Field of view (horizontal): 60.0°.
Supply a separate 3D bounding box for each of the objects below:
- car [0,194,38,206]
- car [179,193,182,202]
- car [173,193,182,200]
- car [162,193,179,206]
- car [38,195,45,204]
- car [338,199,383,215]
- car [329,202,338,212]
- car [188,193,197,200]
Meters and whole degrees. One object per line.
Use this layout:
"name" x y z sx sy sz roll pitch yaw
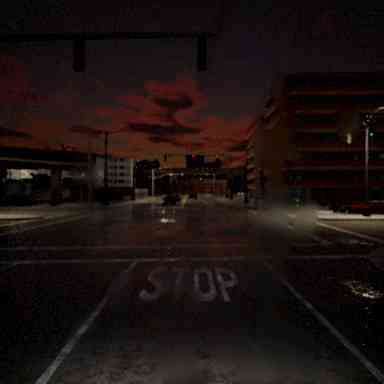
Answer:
"car" -23.352 1.042 43.667 4.611 1.667 2.242 0 0 1
"car" -3.292 0.993 62.354 2.097 1.767 4.553 0 0 0
"car" -3.399 1.018 78.121 1.882 1.535 5.008 0 0 -1
"car" -3.176 1.232 47.346 1.837 1.490 4.892 0 0 -1
"car" -24.074 1.170 49.418 3.806 1.475 1.970 0 0 1
"car" 16.274 1.426 30.299 4.718 1.301 1.895 0 0 -3
"car" 16.187 1.369 33.781 4.181 1.385 1.994 0 0 0
"car" 0.141 0.922 73.798 1.837 1.490 4.892 0 0 -1
